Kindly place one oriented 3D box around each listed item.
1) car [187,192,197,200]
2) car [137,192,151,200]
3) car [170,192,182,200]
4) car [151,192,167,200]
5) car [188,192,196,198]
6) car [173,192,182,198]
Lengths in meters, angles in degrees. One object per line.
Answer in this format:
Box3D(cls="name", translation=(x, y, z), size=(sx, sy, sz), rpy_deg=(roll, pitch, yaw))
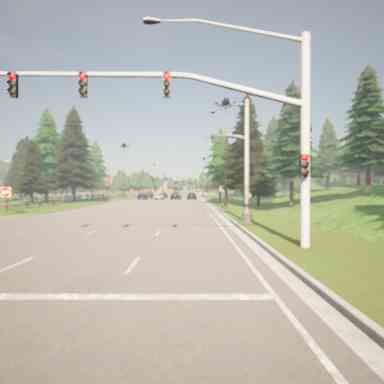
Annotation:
Box3D(cls="car", translation=(-0.035, 0.786, 71.577), size=(2.097, 1.767, 4.553), rpy_deg=(0, 0, 0))
Box3D(cls="car", translation=(-10.535, 0.934, 71.220), size=(1.837, 1.490, 4.892), rpy_deg=(0, 0, 0))
Box3D(cls="car", translation=(-3.535, 0.787, 71.609), size=(2.097, 1.767, 4.553), rpy_deg=(0, 0, 0))
Box3D(cls="car", translation=(-7.035, 1.026, 71.669), size=(1.895, 1.301, 4.718), rpy_deg=(0, 0, 0))
Box3D(cls="car", translation=(-0.040, 0.746, 81.644), size=(1.994, 1.385, 4.181), rpy_deg=(0, 0, 0))
Box3D(cls="car", translation=(-3.540, 0.717, 81.642), size=(1.812, 1.442, 4.674), rpy_deg=(0, 0, 0))
